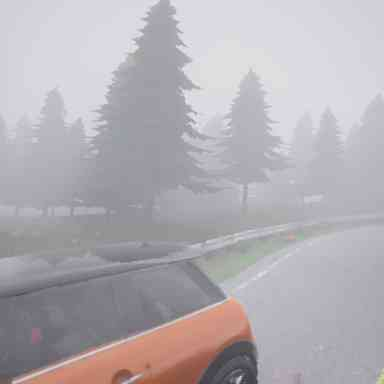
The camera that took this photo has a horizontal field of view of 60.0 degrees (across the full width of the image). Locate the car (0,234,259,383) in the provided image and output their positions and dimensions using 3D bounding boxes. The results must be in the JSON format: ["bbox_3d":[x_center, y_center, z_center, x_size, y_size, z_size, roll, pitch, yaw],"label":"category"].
[{"bbox_3d":[-1.520,1.346,2.577,4.553,1.767,2.097,-1,0,-42],"label":"car"}]
